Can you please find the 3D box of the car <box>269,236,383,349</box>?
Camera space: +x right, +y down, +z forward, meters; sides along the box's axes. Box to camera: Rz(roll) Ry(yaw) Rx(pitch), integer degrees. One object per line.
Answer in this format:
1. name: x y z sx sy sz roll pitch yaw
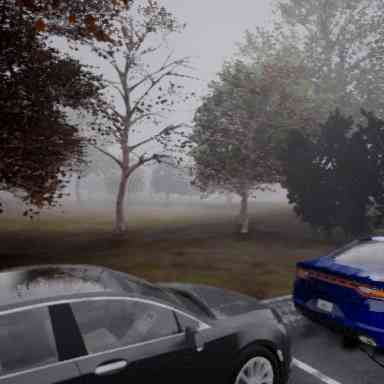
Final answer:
1. car: 4.065 1.527 5.845 5.008 1.535 2.097 2 -1 -28
